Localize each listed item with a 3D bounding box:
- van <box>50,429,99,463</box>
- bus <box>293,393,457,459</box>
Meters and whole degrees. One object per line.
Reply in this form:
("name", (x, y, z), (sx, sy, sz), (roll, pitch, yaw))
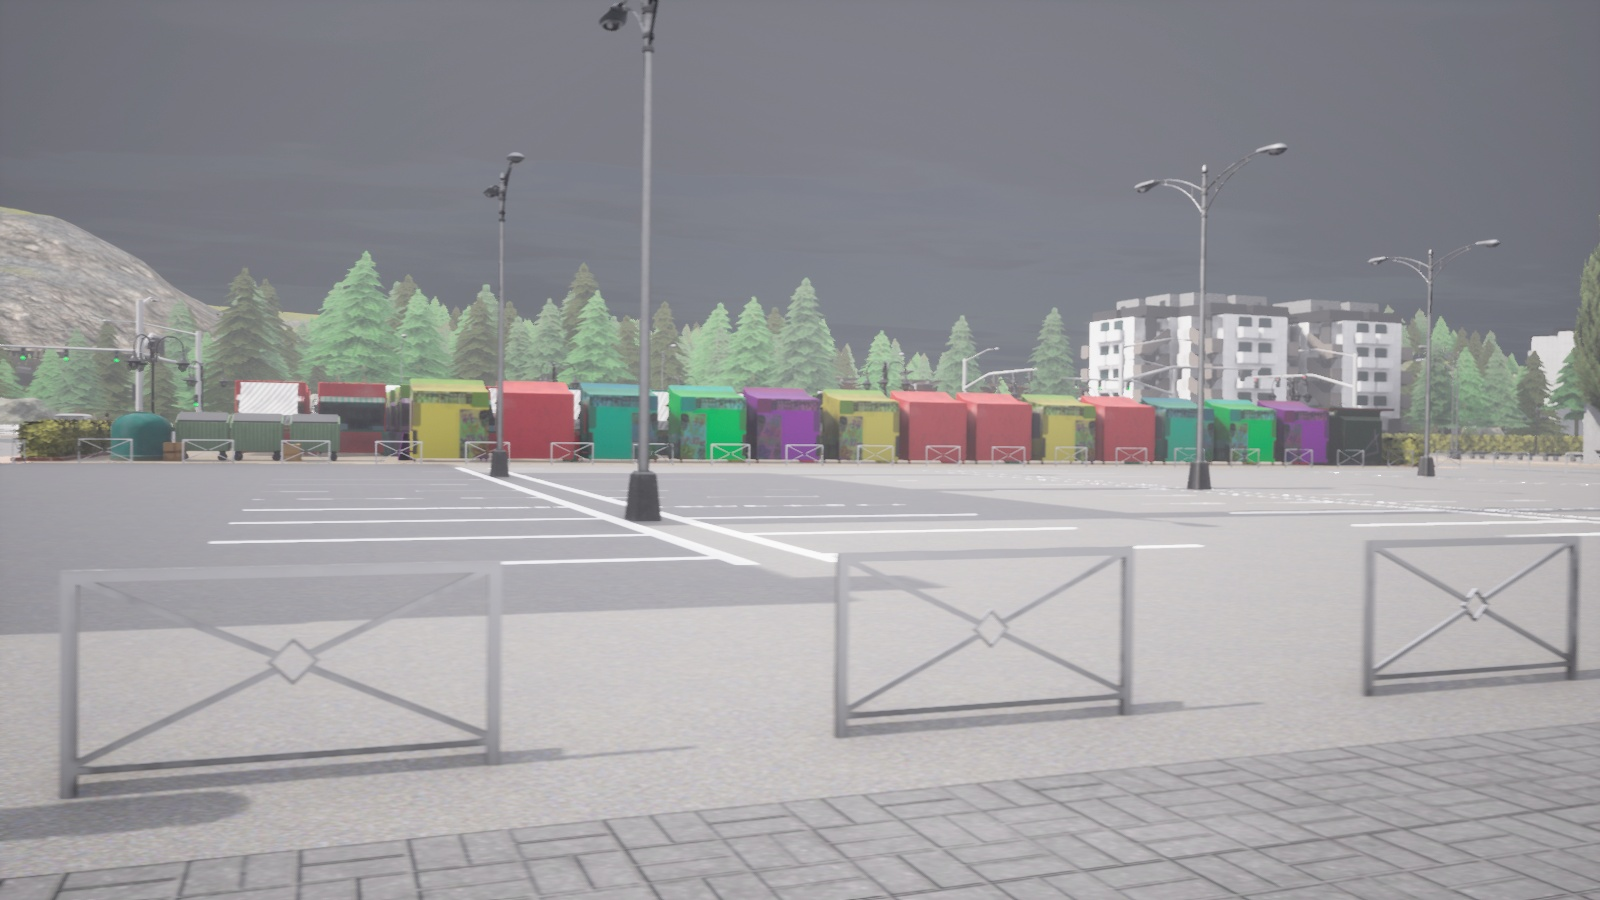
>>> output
("van", (-43.088, -0.254, 74.665), (1.775, 1.987, 4.442), (-1, 1, -21))
("bus", (-28.828, -1.643, 85.385), (10.273, 4.253, 3.944), (-1, 1, -21))
